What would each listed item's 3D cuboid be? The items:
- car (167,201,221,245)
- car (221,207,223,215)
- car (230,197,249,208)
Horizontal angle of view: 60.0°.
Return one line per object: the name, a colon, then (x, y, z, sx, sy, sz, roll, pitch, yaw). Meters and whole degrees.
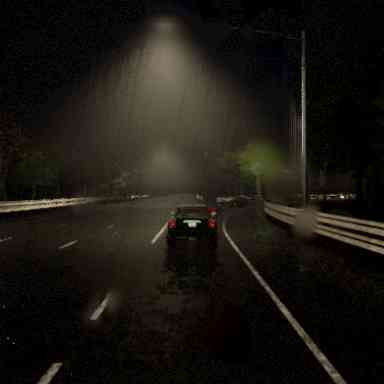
car: (0.070, 1.336, 15.497, 2.097, 1.767, 4.553, 0, 0, 2)
car: (1.656, 1.537, 30.596, 1.994, 1.385, 4.181, 0, 0, 11)
car: (6.847, 1.484, 47.710, 1.812, 1.442, 4.674, 0, 0, 23)
